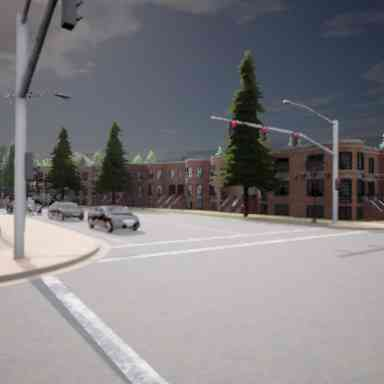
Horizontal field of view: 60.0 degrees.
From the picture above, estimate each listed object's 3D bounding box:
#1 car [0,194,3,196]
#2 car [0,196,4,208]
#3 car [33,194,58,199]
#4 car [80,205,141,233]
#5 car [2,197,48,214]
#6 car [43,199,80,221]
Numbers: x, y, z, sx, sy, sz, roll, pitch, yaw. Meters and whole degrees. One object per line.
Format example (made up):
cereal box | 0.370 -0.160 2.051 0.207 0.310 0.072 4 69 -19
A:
car | -32.816 1.278 53.209 5.566 2.045 2.150 0 0 10
car | -27.966 1.617 48.411 5.357 1.411 2.033 0 0 17
car | -22.703 1.356 50.136 5.566 2.045 2.150 0 0 23
car | -4.913 1.589 20.590 2.128 1.511 4.902 1 -1 -36
car | -17.641 1.581 35.059 4.892 1.490 1.837 0 -1 37
car | -10.665 1.600 28.150 1.837 1.490 4.892 1 -1 -40
